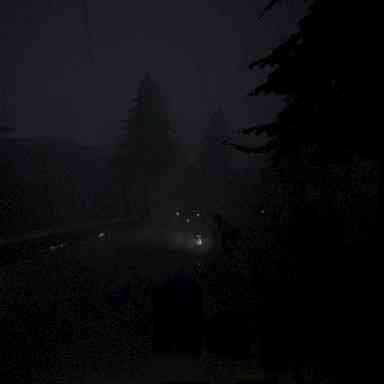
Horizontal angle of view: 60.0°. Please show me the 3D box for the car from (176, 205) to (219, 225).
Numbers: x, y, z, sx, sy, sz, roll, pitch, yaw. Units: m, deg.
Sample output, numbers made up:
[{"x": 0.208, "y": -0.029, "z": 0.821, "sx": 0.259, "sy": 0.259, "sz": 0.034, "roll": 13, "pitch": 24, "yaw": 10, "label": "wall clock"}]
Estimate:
[{"x": 0.487, "y": 1.598, "z": 24.223, "sx": 1.895, "sy": 1.301, "sz": 4.718, "roll": 0, "pitch": 0, "yaw": 21, "label": "car"}]

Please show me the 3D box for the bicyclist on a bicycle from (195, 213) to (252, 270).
[{"x": 0.884, "y": 1.441, "z": 9.513, "sx": 1.656, "sy": 1.620, "sz": 0.582, "roll": -1, "pitch": 0, "yaw": 8, "label": "bicyclist on a bicycle"}]

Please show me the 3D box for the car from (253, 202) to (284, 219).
[{"x": 6.691, "y": 1.560, "z": 28.918, "sx": 1.994, "sy": 1.385, "sz": 4.181, "roll": 0, "pitch": 0, "yaw": 26, "label": "car"}]

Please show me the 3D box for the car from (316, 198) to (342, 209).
[{"x": 18.385, "y": 1.486, "z": 44.597, "sx": 4.902, "sy": 1.511, "sz": 2.128, "roll": 0, "pitch": 0, "yaw": -44, "label": "car"}]
